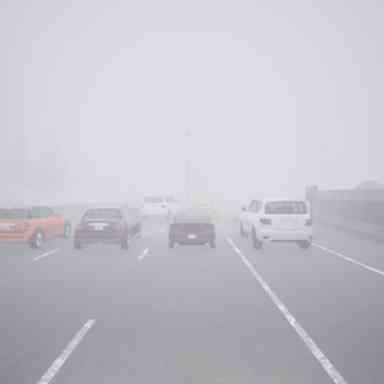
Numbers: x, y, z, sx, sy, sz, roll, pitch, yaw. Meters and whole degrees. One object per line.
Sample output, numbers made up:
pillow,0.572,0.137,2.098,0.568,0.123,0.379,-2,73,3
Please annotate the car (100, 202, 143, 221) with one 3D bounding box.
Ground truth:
car,-5.887,1.615,28.480,1.895,1.301,4.718,0,0,12

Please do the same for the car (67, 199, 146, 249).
car,-3.500,1.365,14.620,2.097,1.767,4.553,0,0,0

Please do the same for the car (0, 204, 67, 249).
car,-7.000,1.365,14.620,2.097,1.767,4.553,0,0,0

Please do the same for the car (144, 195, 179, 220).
car,-2.466,1.257,27.738,2.150,2.045,5.566,0,0,12

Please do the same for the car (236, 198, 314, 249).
car,3.500,1.257,14.680,2.150,2.045,5.566,0,0,0

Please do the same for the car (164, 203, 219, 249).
car,0.000,1.484,14.650,1.882,1.535,5.008,0,0,0

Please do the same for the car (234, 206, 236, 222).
car,4.369,1.532,26.226,1.812,1.442,4.674,0,0,12

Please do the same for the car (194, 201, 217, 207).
car,0.948,1.484,26.968,1.882,1.535,5.008,0,0,12
